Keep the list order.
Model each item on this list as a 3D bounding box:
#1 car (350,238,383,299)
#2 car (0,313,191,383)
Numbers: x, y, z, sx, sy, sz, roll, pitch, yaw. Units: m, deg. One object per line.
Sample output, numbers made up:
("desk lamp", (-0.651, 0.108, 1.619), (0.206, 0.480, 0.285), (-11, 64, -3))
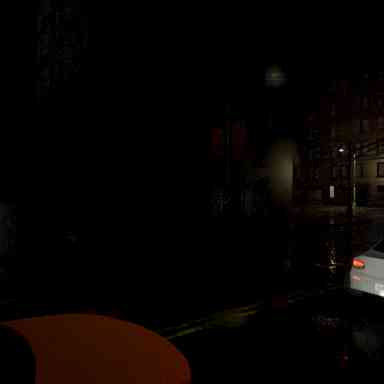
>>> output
("car", (5.238, 1.529, 7.173), (4.674, 1.442, 1.812), (0, 0, -35))
("car", (-2.264, 1.477, 1.828), (5.008, 1.535, 1.882), (0, 0, -35))
